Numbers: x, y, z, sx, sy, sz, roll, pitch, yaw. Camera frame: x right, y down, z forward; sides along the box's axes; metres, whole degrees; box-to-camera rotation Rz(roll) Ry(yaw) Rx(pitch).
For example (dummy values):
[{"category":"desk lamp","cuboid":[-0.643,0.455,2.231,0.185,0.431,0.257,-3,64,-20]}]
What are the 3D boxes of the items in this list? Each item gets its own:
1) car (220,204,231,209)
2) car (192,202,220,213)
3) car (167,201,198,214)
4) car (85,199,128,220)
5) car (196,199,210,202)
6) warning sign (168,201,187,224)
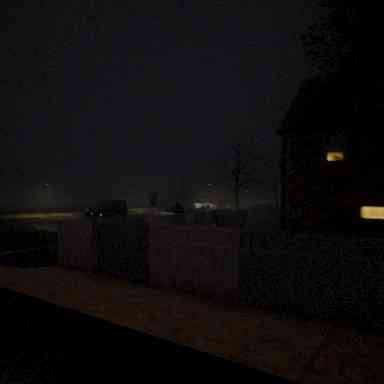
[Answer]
[{"category":"car","cuboid":[5.167,2.641,55.405,2.033,1.411,5.357,1,-1,19]},{"category":"car","cuboid":[2.008,2.484,46.084,1.994,1.385,4.181,1,-1,20]},{"category":"car","cuboid":[-1.200,2.416,46.760,2.033,1.411,5.357,1,-1,20]},{"category":"car","cuboid":[-8.912,1.806,35.273,2.150,2.045,5.566,1,-1,20]},{"category":"car","cuboid":[2.103,2.273,56.476,2.150,2.045,5.566,1,-1,19]},{"category":"warning sign","cuboid":[-1.244,1.764,28.654,1.300,1.860,1.060,2,1,20]}]
